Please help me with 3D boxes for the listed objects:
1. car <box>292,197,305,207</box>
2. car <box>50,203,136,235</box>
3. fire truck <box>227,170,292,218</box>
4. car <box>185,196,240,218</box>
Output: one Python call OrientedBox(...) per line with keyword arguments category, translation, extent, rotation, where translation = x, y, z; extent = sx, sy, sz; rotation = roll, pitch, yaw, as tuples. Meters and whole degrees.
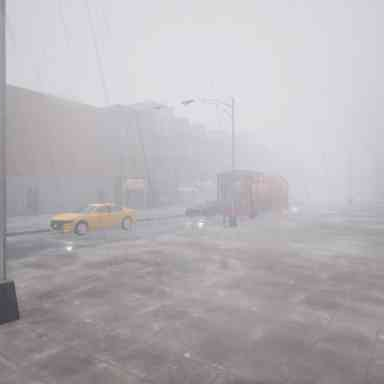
OrientedBox(category="car", translation=(13.977, 1.309, 45.583), extent=(1.994, 1.385, 4.181), rotation=(0, 0, 35))
OrientedBox(category="car", translation=(-5.287, 1.381, 18.376), extent=(1.882, 1.535, 5.008), rotation=(0, 1, 35))
OrientedBox(category="fire truck", translation=(5.635, 0.162, 28.922), extent=(2.891, 3.827, 8.468), rotation=(0, 0, 35))
OrientedBox(category="car", translation=(1.652, 1.376, 28.226), extent=(2.033, 1.411, 5.357), rotation=(0, 1, 36))
